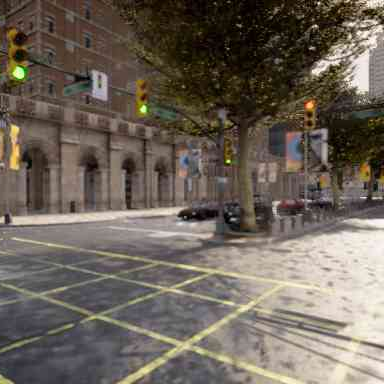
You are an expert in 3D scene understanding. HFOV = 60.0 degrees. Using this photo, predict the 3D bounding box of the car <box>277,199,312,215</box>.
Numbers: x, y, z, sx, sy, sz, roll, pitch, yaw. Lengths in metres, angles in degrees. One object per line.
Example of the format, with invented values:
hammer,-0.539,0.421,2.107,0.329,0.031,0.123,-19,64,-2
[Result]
car,10.226,1.455,33.891,1.882,1.535,5.008,0,0,36

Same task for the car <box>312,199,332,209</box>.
car,16.254,1.578,42.220,1.895,1.301,4.718,0,0,36

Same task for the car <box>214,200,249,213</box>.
car,4.552,1.561,37.396,1.895,1.301,4.718,0,0,36

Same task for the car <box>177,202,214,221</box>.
car,1.048,1.520,27.162,2.033,1.411,5.357,0,0,36

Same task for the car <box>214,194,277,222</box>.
car,4.311,1.200,25.705,2.150,2.045,5.566,0,0,36

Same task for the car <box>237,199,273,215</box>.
car,6.682,1.497,34.944,1.812,1.442,4.674,0,0,36

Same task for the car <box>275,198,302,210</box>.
car,12.563,1.535,43.091,1.994,1.385,4.181,0,0,36
